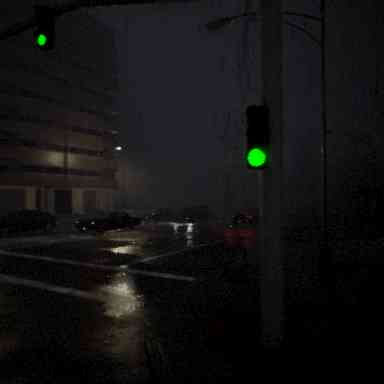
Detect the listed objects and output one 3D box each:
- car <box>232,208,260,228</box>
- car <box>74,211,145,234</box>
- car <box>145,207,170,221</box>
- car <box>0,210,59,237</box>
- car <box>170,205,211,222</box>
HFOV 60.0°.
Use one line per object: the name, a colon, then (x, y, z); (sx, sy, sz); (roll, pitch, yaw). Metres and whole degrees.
car: (4.672, 1.978, 26.285); (1.812, 1.442, 4.674); (-1, -1, 31)
car: (-5.660, 2.026, 22.786); (1.895, 1.301, 4.718); (-1, -1, 31)
car: (-3.229, 2.211, 33.694); (1.895, 1.301, 4.718); (-1, -1, 31)
car: (-10.806, 1.916, 20.985); (1.837, 1.490, 4.892); (-1, -1, 31)
car: (0.204, 2.079, 32.618); (1.837, 1.490, 4.892); (-1, 0, 31)
